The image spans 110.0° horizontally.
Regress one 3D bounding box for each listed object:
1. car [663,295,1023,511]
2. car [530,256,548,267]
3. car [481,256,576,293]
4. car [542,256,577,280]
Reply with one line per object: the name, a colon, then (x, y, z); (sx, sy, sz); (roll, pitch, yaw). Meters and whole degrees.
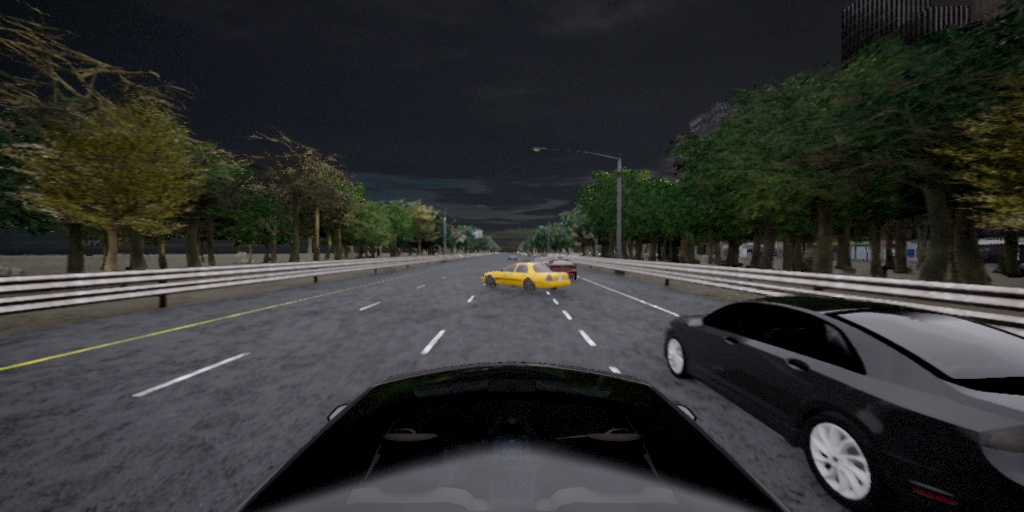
car: (3.498, 1.222, 4.256); (1.837, 1.490, 4.892); (0, 1, 0)
car: (3.563, 0.712, 48.229); (2.033, 1.411, 5.357); (0, 1, 0)
car: (0.527, 0.991, 18.828); (1.801, 1.575, 5.366); (-1, 1, -43)
car: (3.521, 0.920, 26.229); (1.882, 1.535, 5.008); (0, 1, 0)
